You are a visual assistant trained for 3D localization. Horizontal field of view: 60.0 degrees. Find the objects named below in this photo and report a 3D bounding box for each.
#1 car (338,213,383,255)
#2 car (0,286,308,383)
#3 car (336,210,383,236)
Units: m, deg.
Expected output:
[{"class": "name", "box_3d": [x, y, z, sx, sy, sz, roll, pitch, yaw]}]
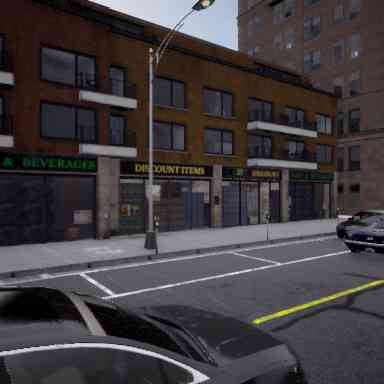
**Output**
[{"class": "car", "box_3d": [7.659, 1.601, 12.241, 4.718, 1.301, 1.895, 0, 0, -35]}, {"class": "car", "box_3d": [-1.180, 1.502, 2.317, 4.892, 1.490, 1.837, 1, -1, -35]}, {"class": "car", "box_3d": [8.836, 1.567, 16.200, 4.313, 1.339, 1.947, 0, 0, -35]}]
